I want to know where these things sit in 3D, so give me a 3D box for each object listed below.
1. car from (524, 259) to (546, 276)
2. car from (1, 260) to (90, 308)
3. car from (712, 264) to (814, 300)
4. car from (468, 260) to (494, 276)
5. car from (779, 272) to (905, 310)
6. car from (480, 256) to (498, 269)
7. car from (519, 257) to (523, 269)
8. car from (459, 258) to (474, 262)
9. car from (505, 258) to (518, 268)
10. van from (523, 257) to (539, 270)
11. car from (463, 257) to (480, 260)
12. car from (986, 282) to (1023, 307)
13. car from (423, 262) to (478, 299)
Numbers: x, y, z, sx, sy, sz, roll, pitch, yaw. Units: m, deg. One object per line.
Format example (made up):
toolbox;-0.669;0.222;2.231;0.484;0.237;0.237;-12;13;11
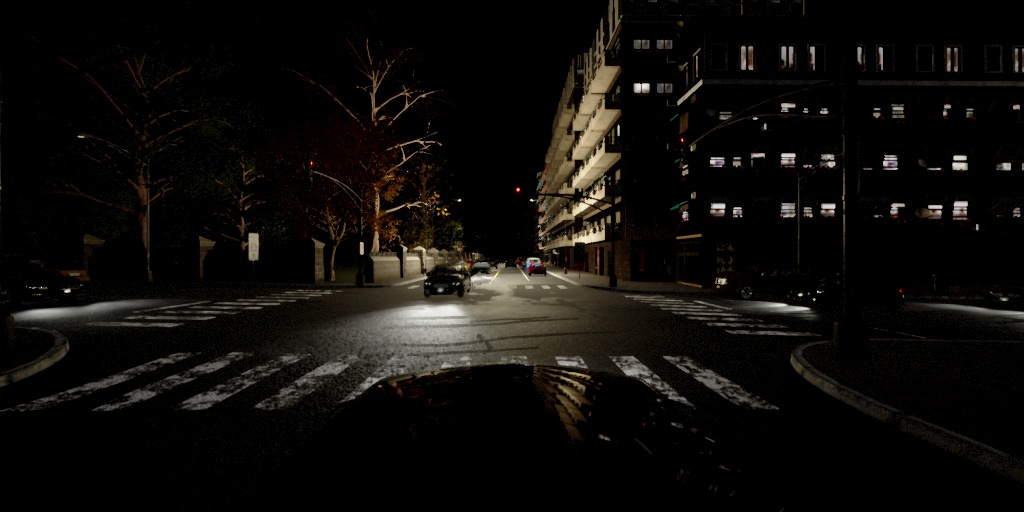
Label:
car;2.533;1.310;36.850;1.888;1.381;4.507;0;0;0
car;-18.205;0.953;12.695;4.892;1.490;1.837;1;0;-1
car;13.374;1.351;18.929;5.009;1.841;2.192;0;0;-1
car;-3.263;1.367;37.980;1.895;1.301;4.718;0;0;0
car;15.116;1.622;16.365;4.181;1.385;1.994;1;0;-1
car;-3.323;1.010;55.655;2.150;2.045;5.566;0;0;-1
car;2.455;1.224;53.741;1.967;1.591;4.097;0;0;0
car;-5.872;1.296;42.273;1.751;1.417;4.829;0;0;0
car;-0.175;1.360;61.545;1.994;1.385;4.181;0;0;0
van;2.507;1.111;42.481;1.690;1.789;3.998;0;0;0
car;-5.900;1.092;48.072;2.192;1.841;5.009;0;0;0
car;24.953;1.763;16.509;4.674;1.442;1.812;1;0;-1
car;-3.175;1.245;18.330;2.128;1.511;4.902;0;0;0
